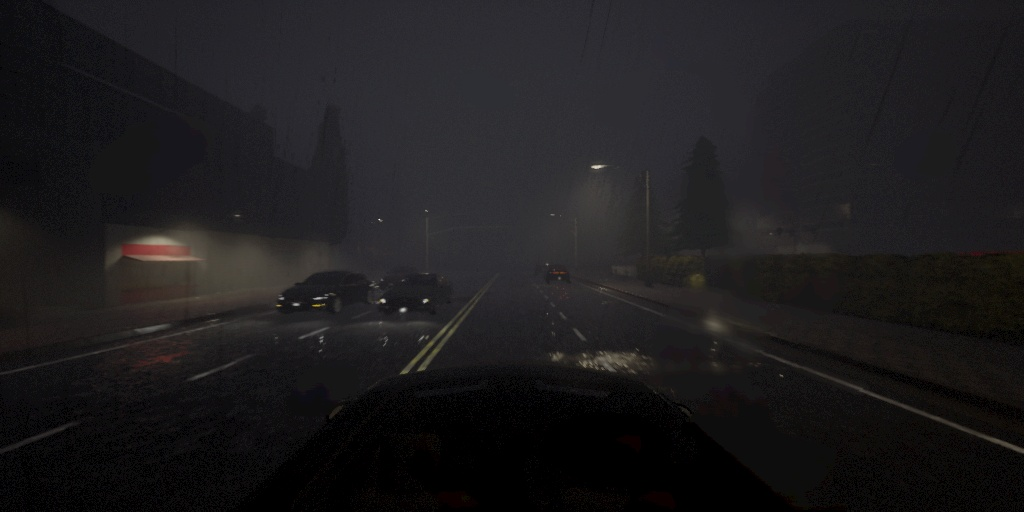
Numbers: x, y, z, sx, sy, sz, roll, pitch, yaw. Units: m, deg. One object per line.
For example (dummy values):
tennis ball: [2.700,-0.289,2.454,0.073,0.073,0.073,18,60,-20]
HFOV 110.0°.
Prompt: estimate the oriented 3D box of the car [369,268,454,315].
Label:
car: [-3.507,1.374,14.195,2.033,1.411,5.357,0,0,0]

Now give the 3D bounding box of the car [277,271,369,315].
car: [-7.008,1.348,14.071,1.837,1.490,4.892,0,-1,0]

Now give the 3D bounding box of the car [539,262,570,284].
car: [3.571,1.415,29.342,1.837,1.490,4.892,0,0,0]

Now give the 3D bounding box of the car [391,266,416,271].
car: [-7.044,1.404,23.409,1.812,1.442,4.674,0,0,1]

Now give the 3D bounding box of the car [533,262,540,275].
car: [3.554,1.477,42.476,2.128,1.511,4.902,0,0,0]
